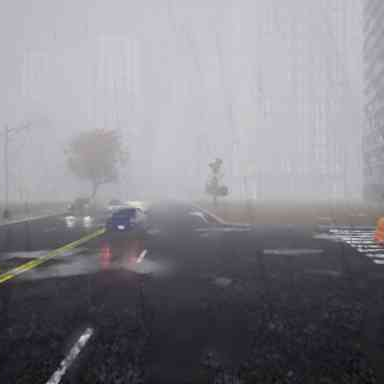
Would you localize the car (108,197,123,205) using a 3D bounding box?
[{"bbox_3d":[-12.021,1.544,52.566,1.994,1.385,4.181,0,0,-4],"label":"car"}]

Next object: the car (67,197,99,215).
[{"bbox_3d":[-10.762,1.343,33.046,2.097,1.767,4.553,0,0,-3],"label":"car"}]

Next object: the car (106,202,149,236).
[{"bbox_3d":[-3.475,1.520,18.290,1.812,1.442,4.674,0,0,-2],"label":"car"}]

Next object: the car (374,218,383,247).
[{"bbox_3d":[8.998,1.224,11.571,4.553,1.767,2.097,0,0,-1],"label":"car"}]
